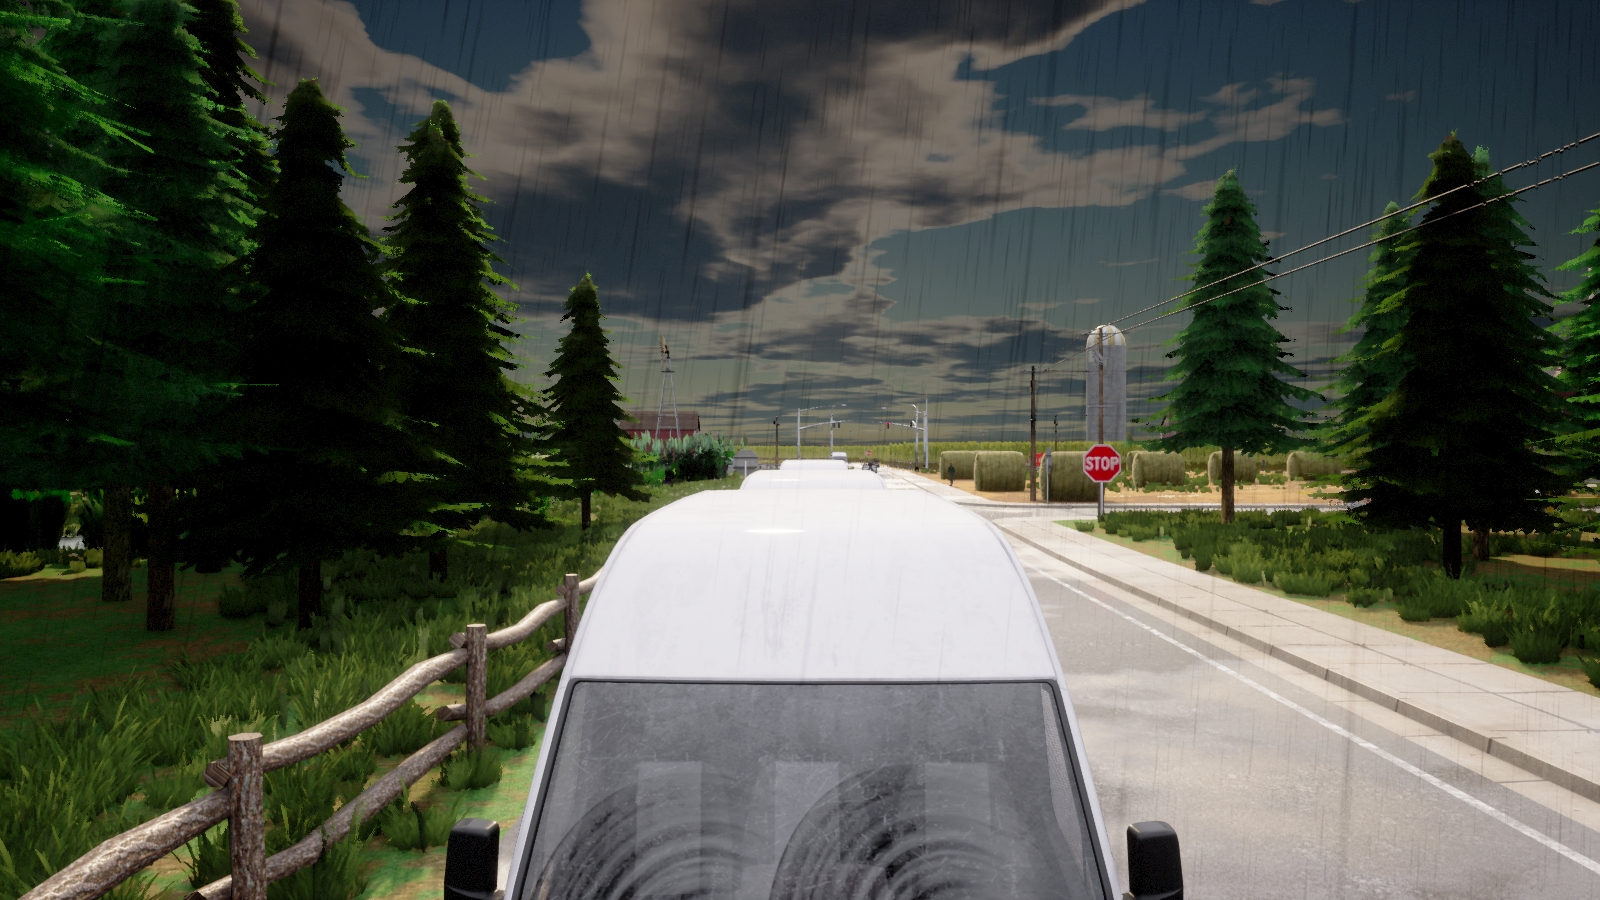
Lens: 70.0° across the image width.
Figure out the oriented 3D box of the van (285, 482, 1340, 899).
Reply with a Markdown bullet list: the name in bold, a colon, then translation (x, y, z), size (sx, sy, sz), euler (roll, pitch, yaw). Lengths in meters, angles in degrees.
- **van**: translation (0.056, 1.508, 5.110), size (1.988, 2.561, 5.915), euler (0, 0, 1)
